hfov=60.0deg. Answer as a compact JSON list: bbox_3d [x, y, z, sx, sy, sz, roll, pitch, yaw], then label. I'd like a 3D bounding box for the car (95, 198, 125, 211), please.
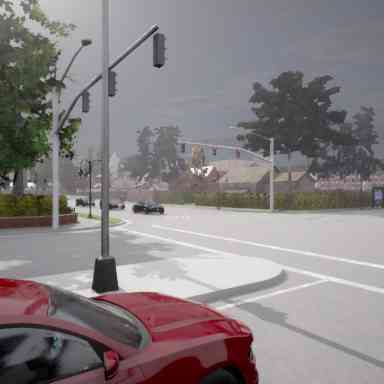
[{"bbox_3d":[-10.081,1.492,42.020,2.128,1.511,4.902,0,0,-36],"label":"car"}]

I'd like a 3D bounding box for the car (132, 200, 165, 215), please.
[{"bbox_3d":[-4.550,1.564,34.394,1.994,1.385,4.181,0,0,-36],"label":"car"}]

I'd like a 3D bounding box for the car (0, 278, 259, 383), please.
[{"bbox_3d":[-1.637,1.478,2.600,5.008,1.535,1.882,0,0,-35],"label":"car"}]

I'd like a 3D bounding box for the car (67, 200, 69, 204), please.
[{"bbox_3d":[-24.430,1.526,61.925,1.812,1.442,4.674,0,0,-35],"label":"car"}]

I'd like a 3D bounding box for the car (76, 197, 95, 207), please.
[{"bbox_3d":[-16.192,1.491,50.462,2.128,1.511,4.902,0,0,-36],"label":"car"}]
